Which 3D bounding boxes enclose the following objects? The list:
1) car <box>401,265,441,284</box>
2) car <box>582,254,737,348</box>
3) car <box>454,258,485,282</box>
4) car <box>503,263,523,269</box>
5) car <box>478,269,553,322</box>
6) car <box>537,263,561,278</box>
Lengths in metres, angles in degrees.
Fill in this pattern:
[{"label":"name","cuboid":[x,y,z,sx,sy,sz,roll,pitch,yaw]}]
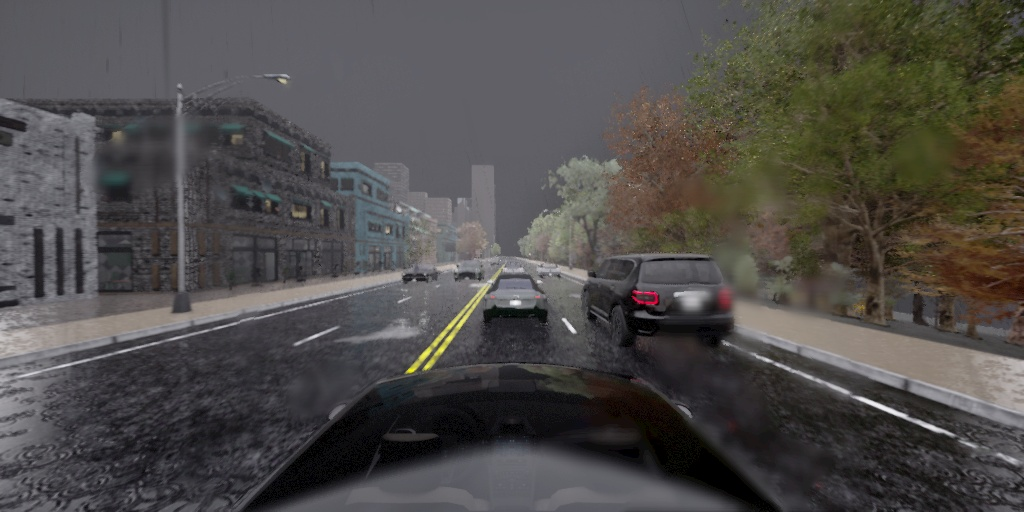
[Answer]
[{"label":"car","cuboid":[-6.598,1.326,26.418,1.895,1.301,4.718,0,0,0]},{"label":"car","cuboid":[3.352,0.964,9.358,2.150,2.045,5.566,0,0,0]},{"label":"car","cuboid":[-3.345,1.075,28.861,2.097,1.767,4.553,0,0,0]},{"label":"car","cuboid":[0.101,1.320,33.448,1.895,1.301,4.718,0,0,0]},{"label":"car","cuboid":[0.102,1.304,12.208,1.994,1.385,4.181,0,0,0]},{"label":"car","cuboid":[3.351,1.320,33.416,1.895,1.301,4.718,0,0,0]}]
